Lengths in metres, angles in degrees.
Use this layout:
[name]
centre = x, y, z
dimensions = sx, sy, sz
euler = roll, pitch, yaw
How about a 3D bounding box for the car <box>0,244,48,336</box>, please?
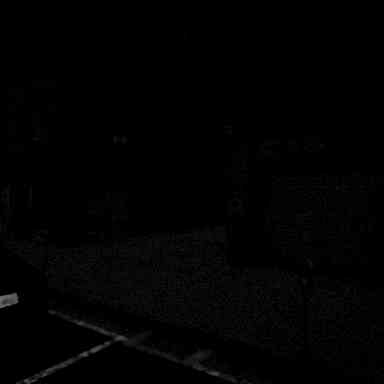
[car]
centre = -4.290, 1.559, 5.872
dimensions = 4.313, 1.339, 1.947
euler = 0, 0, 36
